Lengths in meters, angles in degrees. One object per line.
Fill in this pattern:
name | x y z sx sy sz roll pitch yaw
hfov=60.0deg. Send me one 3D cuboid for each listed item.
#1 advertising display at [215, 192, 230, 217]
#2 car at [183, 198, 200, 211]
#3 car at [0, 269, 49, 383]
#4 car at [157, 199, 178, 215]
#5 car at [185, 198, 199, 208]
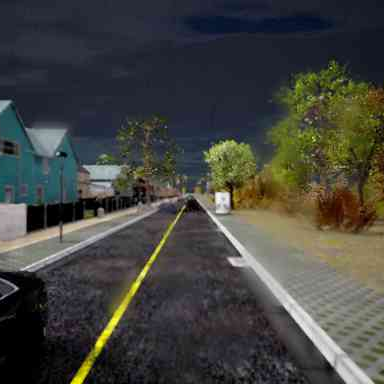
advertising display | 3.026 1.204 33.045 1.540 2.440 0.280 0 0 0
car | 0.045 1.743 43.842 1.837 1.490 4.892 0 0 1
car | -2.841 1.505 2.549 2.128 1.511 4.902 0 0 0
car | -2.829 1.751 37.731 2.033 1.411 5.357 0 0 0
car | 0.025 1.785 54.163 2.128 1.511 4.902 0 0 0
